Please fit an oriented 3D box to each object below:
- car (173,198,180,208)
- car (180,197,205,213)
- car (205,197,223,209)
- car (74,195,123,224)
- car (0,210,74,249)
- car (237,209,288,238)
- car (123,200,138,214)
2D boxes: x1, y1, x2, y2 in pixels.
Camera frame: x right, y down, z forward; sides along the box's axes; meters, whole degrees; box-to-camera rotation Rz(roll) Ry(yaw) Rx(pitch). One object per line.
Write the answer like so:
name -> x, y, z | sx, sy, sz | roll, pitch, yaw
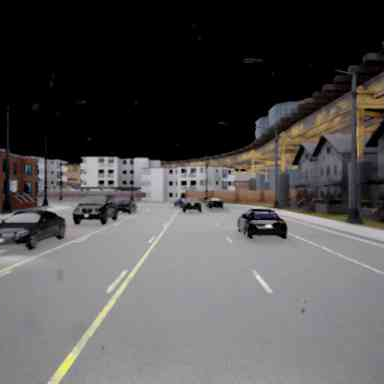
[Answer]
car -> -1.280, 1.549, 48.312 | 2.033, 1.411, 5.357 | 0, 0, -17
car -> -0.033, 1.353, 37.943 | 2.097, 1.767, 4.553 | 0, 0, -3
car -> 2.892, 1.479, 44.986 | 1.882, 1.535, 5.008 | 0, 0, -8
car -> -7.010, 1.222, 24.844 | 2.150, 2.045, 5.566 | 0, 0, 0
car -> -7.059, 1.526, 14.610 | 1.812, 1.442, 4.674 | 0, 0, 0
car -> 3.593, 1.565, 17.585 | 1.994, 1.385, 4.181 | 0, 0, 0
car -> -7.016, 1.548, 35.351 | 2.033, 1.411, 5.357 | 0, 0, 0
